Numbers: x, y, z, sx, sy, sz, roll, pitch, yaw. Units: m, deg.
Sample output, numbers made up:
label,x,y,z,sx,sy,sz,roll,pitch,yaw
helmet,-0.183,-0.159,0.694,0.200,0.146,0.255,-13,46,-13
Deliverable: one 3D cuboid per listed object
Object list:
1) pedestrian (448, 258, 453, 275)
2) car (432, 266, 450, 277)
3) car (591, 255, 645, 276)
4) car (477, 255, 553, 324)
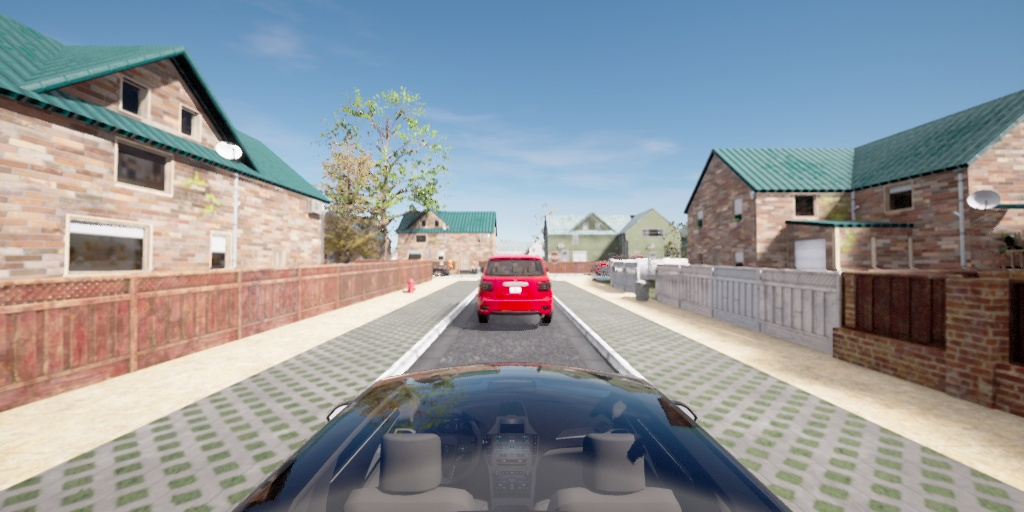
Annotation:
label,x,y,z,sx,sy,sz,roll,pitch,yaw
pedestrian,-6.740,1.124,39.195,0.375,1.860,0.375,0,-1,1
car,-8.272,1.326,33.347,5.008,1.535,1.882,-1,-1,1
car,10.778,0.970,36.070,5.566,2.045,2.150,0,-1,1
car,0.086,0.978,12.088,2.150,2.045,5.566,0,0,0
